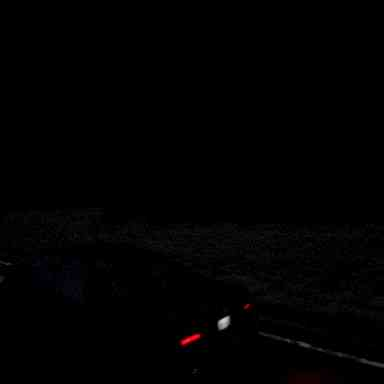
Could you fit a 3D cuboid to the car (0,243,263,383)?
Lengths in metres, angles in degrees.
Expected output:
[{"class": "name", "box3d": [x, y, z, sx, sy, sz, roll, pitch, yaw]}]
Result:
[{"class": "car", "box3d": [-1.627, 1.575, 5.349, 5.357, 1.411, 2.033, 0, 0, 37]}]
